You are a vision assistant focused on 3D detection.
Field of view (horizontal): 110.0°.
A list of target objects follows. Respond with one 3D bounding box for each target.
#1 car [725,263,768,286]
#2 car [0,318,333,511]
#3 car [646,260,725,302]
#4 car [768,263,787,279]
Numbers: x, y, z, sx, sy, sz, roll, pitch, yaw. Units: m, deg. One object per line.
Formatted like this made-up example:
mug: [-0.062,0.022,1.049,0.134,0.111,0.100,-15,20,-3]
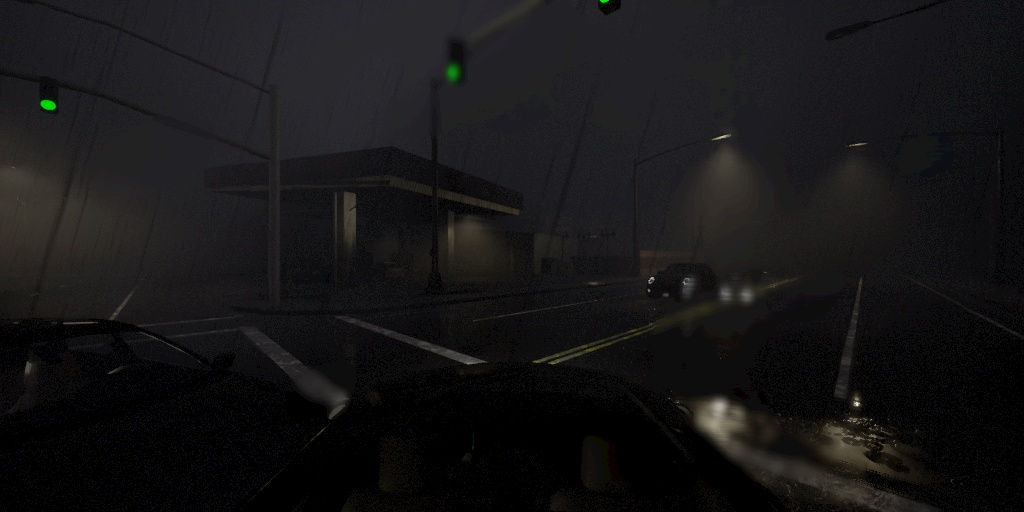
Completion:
car: [16.123,1.314,25.076,1.994,1.385,4.181,0,0,44]
car: [-3.443,1.242,2.419,4.902,1.511,2.128,0,0,14]
car: [8.186,1.101,17.016,2.097,1.767,4.553,0,0,45]
car: [23.436,1.314,32.445,1.994,1.385,4.181,0,0,45]
